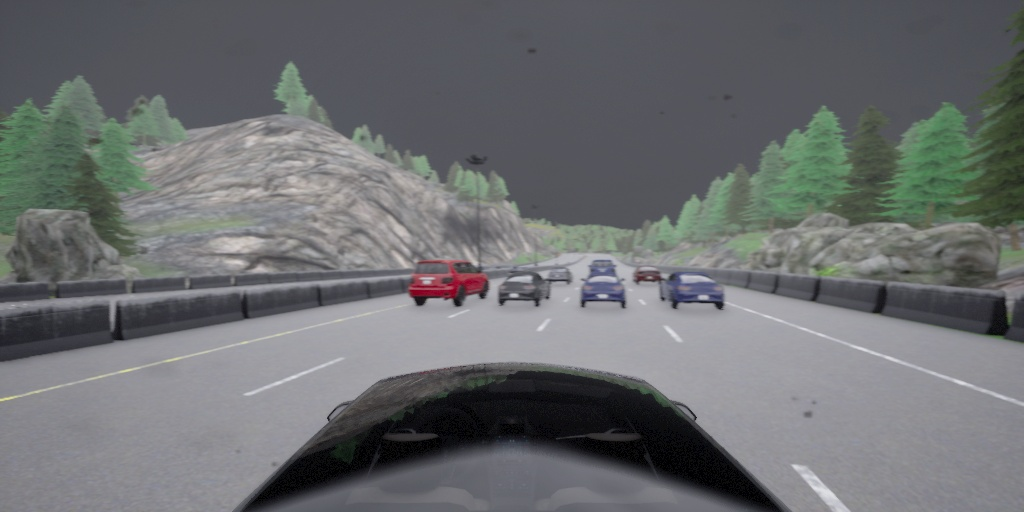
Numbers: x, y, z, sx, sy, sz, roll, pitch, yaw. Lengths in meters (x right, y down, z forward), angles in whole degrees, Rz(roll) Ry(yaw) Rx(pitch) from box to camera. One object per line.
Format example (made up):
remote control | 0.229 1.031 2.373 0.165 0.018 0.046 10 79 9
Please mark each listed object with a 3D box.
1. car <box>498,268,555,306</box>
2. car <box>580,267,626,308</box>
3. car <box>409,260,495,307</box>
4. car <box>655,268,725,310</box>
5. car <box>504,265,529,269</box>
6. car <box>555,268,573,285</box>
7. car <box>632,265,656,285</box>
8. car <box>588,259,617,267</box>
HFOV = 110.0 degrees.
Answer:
car | 0.651 1.463 16.826 1.812 1.442 4.674 -1 -1 14
car | 4.045 1.405 15.970 1.812 1.442 4.674 -1 -1 14
car | -2.836 1.207 17.342 2.150 2.045 5.566 -1 -1 14
car | 7.438 1.347 15.116 1.812 1.442 4.674 -1 -1 14
car | 0.898 1.705 32.164 2.128 1.511 4.902 -1 -1 14
car | 4.213 1.697 31.000 2.033 1.411 5.357 -1 -1 14
car | 11.129 1.519 29.795 1.882 1.535 5.008 -1 -1 14
car | 7.614 1.309 30.199 2.150 2.045 5.566 -1 -1 14
